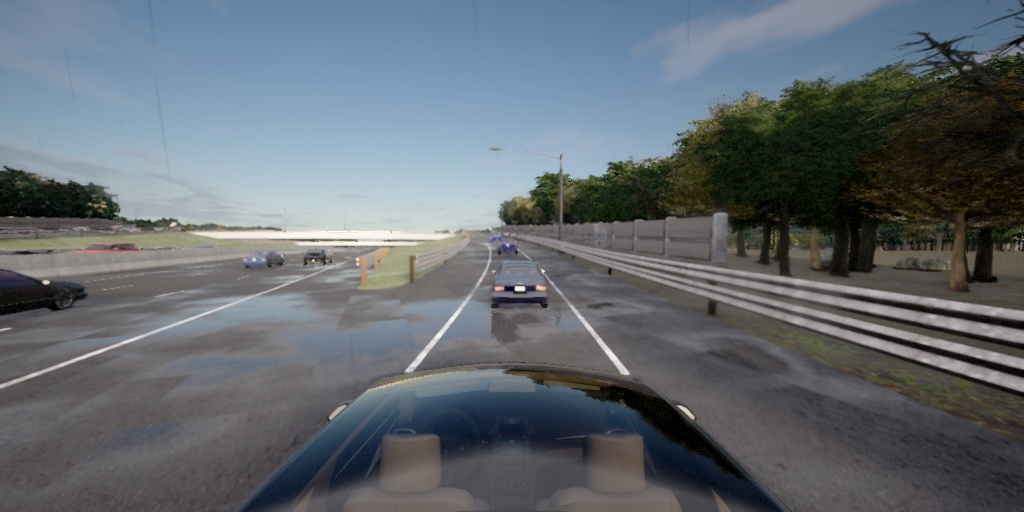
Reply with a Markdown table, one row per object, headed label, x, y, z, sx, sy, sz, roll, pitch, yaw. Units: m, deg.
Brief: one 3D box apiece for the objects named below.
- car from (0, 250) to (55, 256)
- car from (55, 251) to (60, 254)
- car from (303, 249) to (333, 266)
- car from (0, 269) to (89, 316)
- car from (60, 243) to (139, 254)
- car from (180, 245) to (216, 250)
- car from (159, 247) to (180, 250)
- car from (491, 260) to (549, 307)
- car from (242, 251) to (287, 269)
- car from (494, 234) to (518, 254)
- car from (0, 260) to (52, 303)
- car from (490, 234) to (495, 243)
| label | x | y | z | sx | sy | sz | roll | pitch | yaw |
| --- | --- | --- | --- | --- | --- | --- | --- | --- | --- |
| car | -38.144 | 0.302 | 26.998 | 1.837 | 1.490 | 4.892 | -1 | 2 | -18 |
| car | -43.791 | 0.125 | 33.178 | 1.994 | 1.385 | 4.181 | -1 | 2 | -17 |
| car | -18.158 | 0.077 | 33.724 | 1.837 | 1.490 | 4.892 | -1 | 2 | -18 |
| car | -13.744 | 0.999 | 8.893 | 2.033 | 1.411 | 5.357 | -1 | 2 | -18 |
| car | -36.051 | -0.162 | 31.935 | 2.150 | 2.045 | 5.566 | -1 | 2 | -18 |
| car | -41.096 | -0.745 | 47.596 | 1.882 | 1.535 | 5.008 | -1 | 2 | -18 |
| car | -44.418 | -0.398 | 46.508 | 2.128 | 1.511 | 4.902 | -1 | 2 | -18 |
| car | 0.233 | 0.852 | 12.752 | 2.033 | 1.411 | 5.357 | 0 | 3 | 0 |
| car | -20.455 | 0.261 | 29.785 | 2.033 | 1.411 | 5.357 | -1 | 2 | -18 |
| car | -0.558 | -1.272 | 39.526 | 2.097 | 1.767 | 4.553 | 0 | 5 | -3 |
| car | -18.317 | 0.932 | 11.705 | 1.994 | 1.385 | 4.181 | -1 | 2 | -18 |
| car | -2.705 | -3.057 | 62.483 | 1.882 | 1.535 | 5.008 | 0 | 5 | -7 |
